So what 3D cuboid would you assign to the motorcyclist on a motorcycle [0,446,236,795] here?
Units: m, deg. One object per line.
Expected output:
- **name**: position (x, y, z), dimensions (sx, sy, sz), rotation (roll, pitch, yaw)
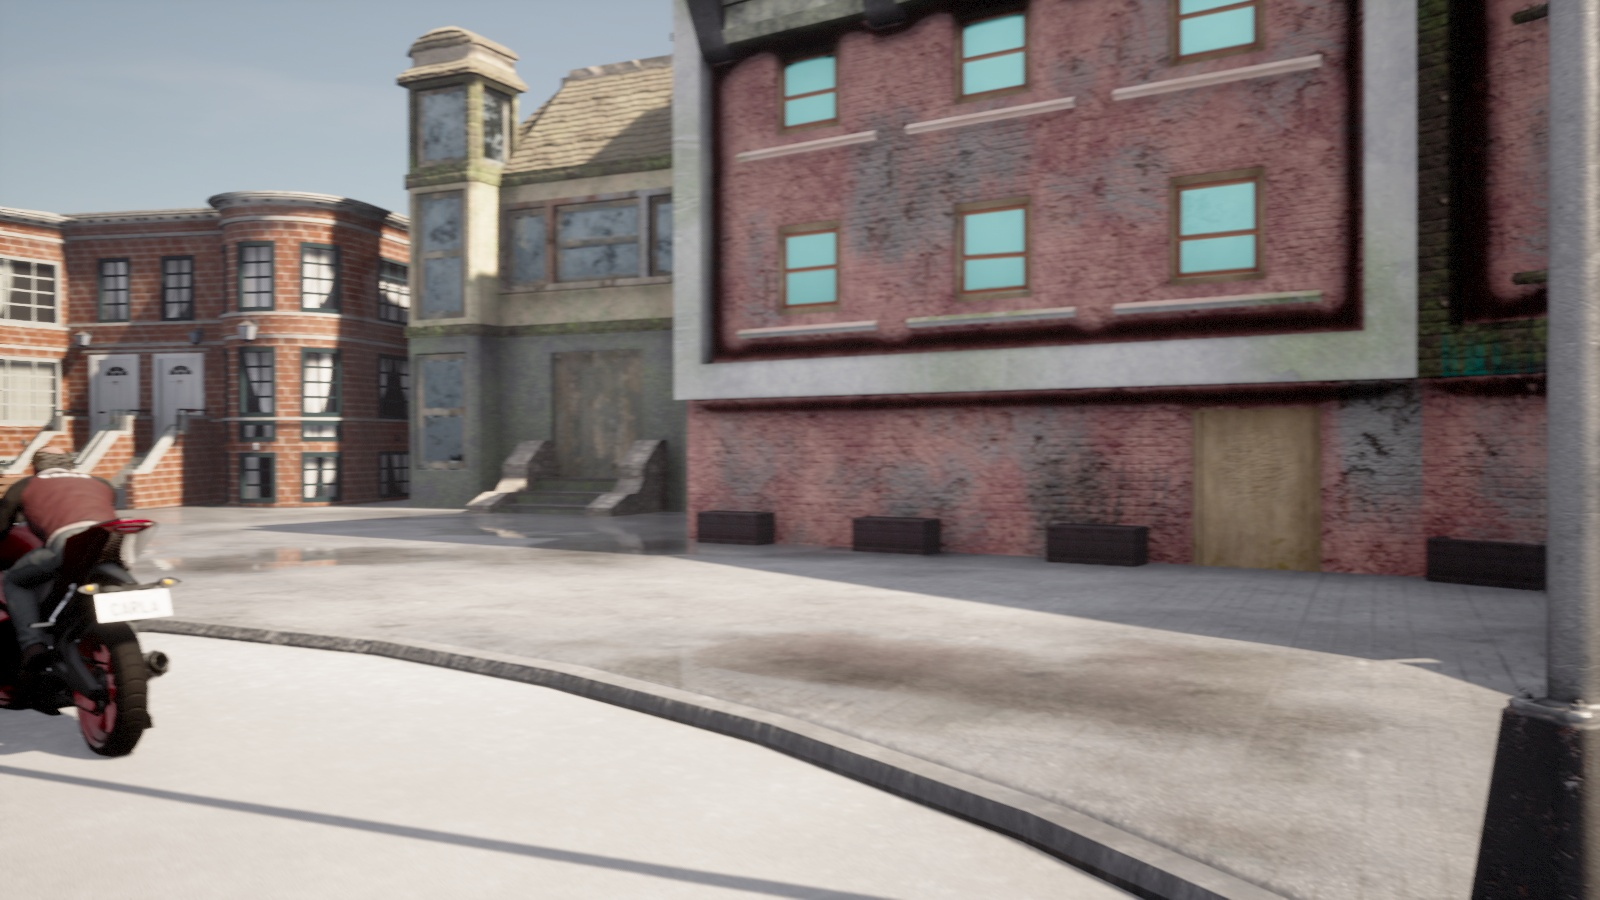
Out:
- **motorcyclist on a motorcycle**: position (-3.867, 0.749, 6.589), dimensions (2.191, 1.530, 0.866), rotation (0, 1, 43)
